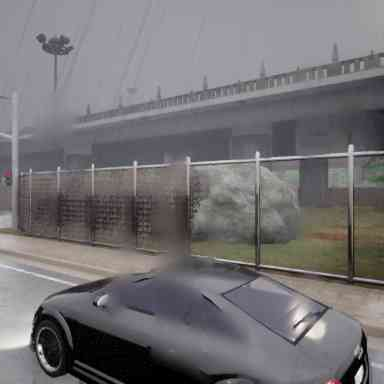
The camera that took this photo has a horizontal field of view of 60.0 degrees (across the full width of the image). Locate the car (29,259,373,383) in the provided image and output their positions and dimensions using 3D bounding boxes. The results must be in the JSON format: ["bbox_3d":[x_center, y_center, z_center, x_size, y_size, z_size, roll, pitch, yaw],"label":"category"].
[{"bbox_3d":[-0.155,1.564,4.101,4.181,1.385,1.994,0,0,36],"label":"car"}]
